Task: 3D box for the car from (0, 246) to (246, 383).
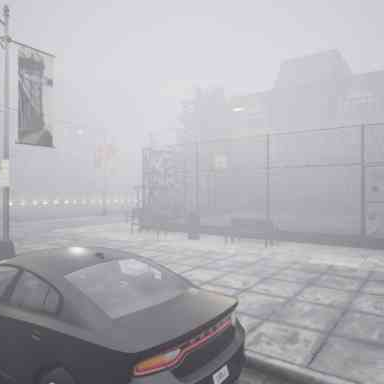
[{"bbox_3d":[-1.763,1.480,4.390,5.008,1.535,2.097,0,0,35],"label":"car"}]
